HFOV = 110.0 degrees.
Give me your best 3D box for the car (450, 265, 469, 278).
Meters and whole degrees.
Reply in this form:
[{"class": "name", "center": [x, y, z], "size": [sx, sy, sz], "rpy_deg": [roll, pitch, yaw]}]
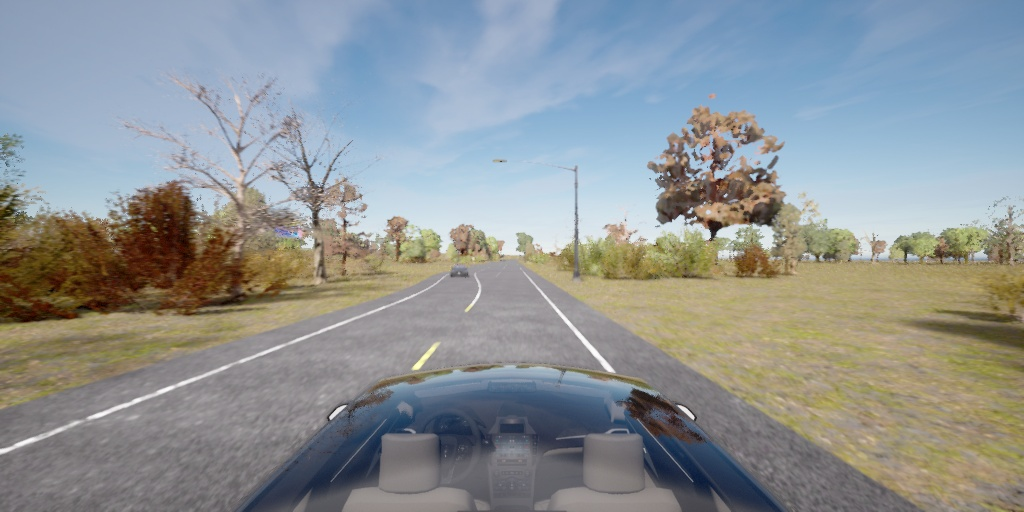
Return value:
[{"class": "car", "center": [-5.716, 1.626, 39.260], "size": [1.994, 1.385, 4.181], "rpy_deg": [0, -1, -7]}]
